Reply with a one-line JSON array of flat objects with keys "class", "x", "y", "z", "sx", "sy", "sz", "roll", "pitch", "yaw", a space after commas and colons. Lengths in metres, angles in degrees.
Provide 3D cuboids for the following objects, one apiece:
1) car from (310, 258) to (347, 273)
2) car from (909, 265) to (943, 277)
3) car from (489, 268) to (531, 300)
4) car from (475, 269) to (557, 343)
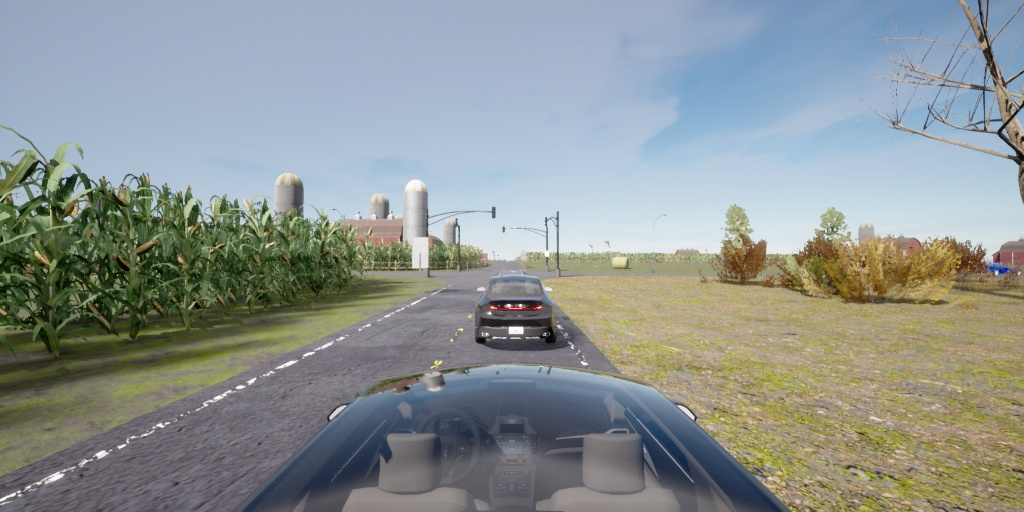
[{"class": "car", "x": -19.828, "y": 0.931, "z": 37.659, "sx": 4.553, "sy": 1.767, "sz": 2.097, "roll": 0, "pitch": -1, "yaw": -3}, {"class": "car", "x": 48.559, "y": 1.768, "z": 42.536, "sx": 4.181, "sy": 1.385, "sz": 1.994, "roll": 1, "pitch": -1, "yaw": -5}, {"class": "car", "x": 0.032, "y": 1.360, "z": 18.823, "sx": 1.895, "sy": 1.301, "sz": 4.718, "roll": 0, "pitch": 0, "yaw": 4}, {"class": "car", "x": 0.080, "y": 1.259, "z": 9.672, "sx": 1.837, "sy": 1.490, "sz": 4.892, "roll": 0, "pitch": 0, "yaw": 0}]
